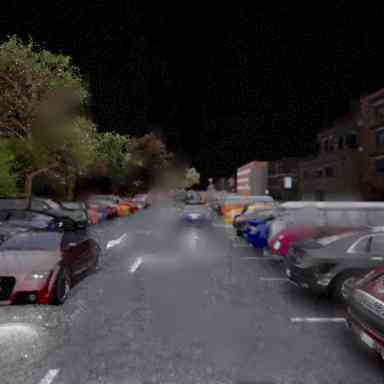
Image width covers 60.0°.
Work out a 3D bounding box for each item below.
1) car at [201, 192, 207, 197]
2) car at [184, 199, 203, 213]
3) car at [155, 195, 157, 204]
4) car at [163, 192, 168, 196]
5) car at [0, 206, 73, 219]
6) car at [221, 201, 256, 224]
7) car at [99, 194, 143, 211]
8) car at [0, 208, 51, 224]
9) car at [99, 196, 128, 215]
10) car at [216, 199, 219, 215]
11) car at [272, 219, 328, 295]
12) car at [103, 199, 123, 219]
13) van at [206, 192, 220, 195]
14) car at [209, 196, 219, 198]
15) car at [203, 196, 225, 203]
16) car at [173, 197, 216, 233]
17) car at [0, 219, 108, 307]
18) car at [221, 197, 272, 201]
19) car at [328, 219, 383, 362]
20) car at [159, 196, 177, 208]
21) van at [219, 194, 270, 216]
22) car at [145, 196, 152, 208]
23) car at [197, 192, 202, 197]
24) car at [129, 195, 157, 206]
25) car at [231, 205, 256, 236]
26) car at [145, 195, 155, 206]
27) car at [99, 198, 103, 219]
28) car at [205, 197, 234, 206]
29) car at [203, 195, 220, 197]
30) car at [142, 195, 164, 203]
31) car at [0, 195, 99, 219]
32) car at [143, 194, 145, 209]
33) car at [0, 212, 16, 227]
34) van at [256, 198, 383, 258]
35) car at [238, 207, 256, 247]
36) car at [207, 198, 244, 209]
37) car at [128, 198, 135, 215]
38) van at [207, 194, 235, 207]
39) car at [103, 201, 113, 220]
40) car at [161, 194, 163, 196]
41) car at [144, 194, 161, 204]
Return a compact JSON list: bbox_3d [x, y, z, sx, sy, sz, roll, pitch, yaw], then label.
[{"bbox_3d":[4.685,1.342,51.891,5.566,2.045,2.435,0,0,0],"label":"car"},{"bbox_3d":[0.188,1.649,39.335,2.033,1.411,5.357,0,0,0],"label":"car"},{"bbox_3d":[-8.609,1.596,51.789,5.366,1.575,1.946,0,0,0],"label":"car"},{"bbox_3d":[-8.413,1.363,68.624,5.566,2.045,2.435,0,0,0],"label":"car"},{"bbox_3d":[-8.536,1.564,15.707,4.792,1.488,2.163,0,0,0],"label":"car"},{"bbox_3d":[4.771,1.540,21.273,5.366,1.575,1.946,0,0,0],"label":"car"},{"bbox_3d":[-8.434,1.327,35.205,5.566,2.045,2.435,0,0,0],"label":"car"},{"bbox_3d":[-8.521,1.527,12.924,4.892,1.521,2.231,0,0,0],"label":"car"},{"bbox_3d":[-8.443,1.443,29.633,4.553,1.767,2.185,0,0,0],"label":"car"},{"bbox_3d":[4.634,1.592,29.624,4.792,1.488,2.163,0,0,0],"label":"car"},{"bbox_3d":[4.546,1.505,7.356,4.892,1.521,2.231,0,0,0],"label":"car"},{"bbox_3d":[-8.476,1.562,26.849,5.008,1.535,2.097,0,0,0],"label":"car"},{"bbox_3d":[4.767,1.365,49.107,4.442,1.987,1.878,0,0,0],"label":"van"},{"bbox_3d":[4.625,1.582,40.758,4.892,1.521,2.231,0,0,0],"label":"car"},{"bbox_3d":[4.687,1.651,71.231,4.674,1.452,2.002,-1,0,1],"label":"car"},{"bbox_3d":[0.143,1.416,20.435,2.097,1.767,4.553,0,0,0],"label":"car"},{"bbox_3d":[-3.585,1.593,7.989,1.994,1.385,4.181,0,0,0],"label":"car"},{"bbox_3d":[4.623,1.424,24.057,4.553,1.767,2.185,0,0,0],"label":"car"},{"bbox_3d":[4.577,1.368,4.449,4.553,1.767,2.185,0,0,0],"label":"car"},{"bbox_3d":[-3.463,1.716,50.088,1.895,1.301,4.718,0,0,0],"label":"car"},{"bbox_3d":[4.715,1.331,26.778,4.442,1.987,1.878,0,0,0],"label":"van"},{"bbox_3d":[-8.406,1.623,46.343,4.792,1.488,2.163,0,0,0],"label":"car"},{"bbox_3d":[4.537,1.466,94.566,4.792,1.488,2.163,0,0,0],"label":"car"},{"bbox_3d":[-8.379,1.478,57.483,4.553,1.767,2.185,0,0,0],"label":"car"},{"bbox_3d":[4.578,1.529,15.707,5.008,1.535,2.097,0,0,0],"label":"car"},{"bbox_3d":[-8.435,1.596,49.130,5.008,1.535,2.097,0,0,0],"label":"car"},{"bbox_3d":[-8.463,1.424,21.279,4.553,1.767,2.185,0,0,0],"label":"car"},{"bbox_3d":[4.677,1.599,57.457,4.892,1.521,2.231,0,0,0],"label":"car"},{"bbox_3d":[4.452,1.581,43.541,5.366,1.575,1.946,0,0,0],"label":"car"},{"bbox_3d":[-8.346,1.491,71.409,4.553,1.767,2.185,0,0,0],"label":"car"},{"bbox_3d":[-8.473,1.291,18.495,5.566,2.045,2.435,0,0,0],"label":"car"},{"bbox_3d":[-8.480,1.461,40.775,4.553,1.767,2.185,0,0,0],"label":"car"},{"bbox_3d":[-8.526,1.518,10.139,5.008,1.535,2.097,0,0,0],"label":"car"},{"bbox_3d":[4.442,1.286,10.141,4.442,1.987,1.878,0,0,0],"label":"van"},{"bbox_3d":[4.560,1.520,12.924,5.008,1.535,2.097,0,0,0],"label":"car"},{"bbox_3d":[4.650,1.589,46.324,4.892,1.521,2.231,0,0,0],"label":"car"},{"bbox_3d":[-8.473,1.573,32.418,5.008,1.535,2.097,0,0,0],"label":"car"},{"bbox_3d":[4.779,1.370,54.549,4.442,1.987,1.878,0,0,0],"label":"van"},{"bbox_3d":[-8.491,1.596,24.064,4.674,1.452,2.002,0,0,0],"label":"car"},{"bbox_3d":[-8.428,1.483,62.929,4.553,1.767,2.185,0,0,0],"label":"car"},{"bbox_3d":[-8.445,1.350,54.574,5.566,2.045,2.435,0,0,0],"label":"car"}]
